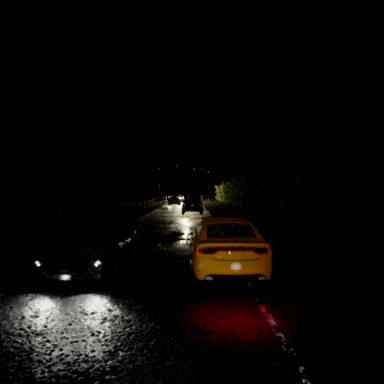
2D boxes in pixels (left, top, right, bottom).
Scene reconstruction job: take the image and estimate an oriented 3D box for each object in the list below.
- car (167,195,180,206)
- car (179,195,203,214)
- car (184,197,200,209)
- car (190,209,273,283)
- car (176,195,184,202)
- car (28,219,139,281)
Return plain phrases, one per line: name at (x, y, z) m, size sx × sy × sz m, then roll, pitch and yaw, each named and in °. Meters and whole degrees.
car at (-2.851, 1.511, 53.544) m, size 1.812 × 1.442 × 4.674 m, roll 0°, pitch 0°, yaw 0°
car at (0.056, 1.342, 34.779) m, size 2.097 × 1.767 × 4.553 m, roll 0°, pitch 0°, yaw 1°
car at (0.049, 1.478, 45.813) m, size 2.128 × 1.511 × 4.902 m, roll 0°, pitch 0°, yaw 0°
car at (0.960, 1.474, 9.721) m, size 1.882 × 1.535 × 5.008 m, roll 0°, pitch 0°, yaw 0°
car at (-2.774, 1.508, 78.311) m, size 1.812 × 1.442 × 4.674 m, roll 0°, pitch 0°, yaw 0°
car at (-2.850, 1.543, 10.152) m, size 2.033 × 1.411 × 5.357 m, roll 0°, pitch 0°, yaw 0°
